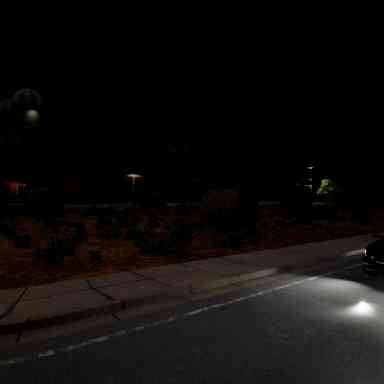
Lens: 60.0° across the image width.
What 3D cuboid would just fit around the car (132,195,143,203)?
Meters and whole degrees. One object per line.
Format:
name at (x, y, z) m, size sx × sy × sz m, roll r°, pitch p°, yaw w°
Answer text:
car at (-12.323, 1.691, 75.892) m, size 1.905 × 1.878 × 3.866 m, roll 7°, pitch 2°, yaw 3°

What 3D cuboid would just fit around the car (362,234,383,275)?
car at (6.870, 1.681, 9.975) m, size 4.892 × 1.490 × 1.837 m, roll 1°, pitch -1°, yaw -40°
